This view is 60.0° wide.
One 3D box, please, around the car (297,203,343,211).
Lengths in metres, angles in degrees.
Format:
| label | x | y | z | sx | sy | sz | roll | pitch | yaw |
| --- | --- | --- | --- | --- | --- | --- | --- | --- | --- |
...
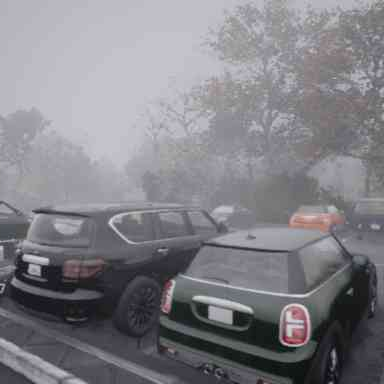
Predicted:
| label | x | y | z | sx | sy | sz | roll | pitch | yaw |
| --- | --- | --- | --- | --- | --- | --- | --- | --- | --- |
| car | 6.814 | 1.346 | 17.608 | 2.185 | 1.767 | 4.553 | 0 | 0 | 35 |

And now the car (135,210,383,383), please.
| label | x | y | z | sx | sy | sz | roll | pitch | yaw |
| --- | --- | --- | --- | --- | --- | --- | --- | --- | --- |
| car | 1.535 | 1.341 | 5.308 | 2.185 | 1.767 | 4.553 | 0 | 0 | 35 |

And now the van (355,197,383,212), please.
| label | x | y | z | sx | sy | sz | roll | pitch | yaw |
| --- | --- | --- | --- | --- | --- | --- | --- | --- | --- |
| van | 9.164 | 1.242 | 16.114 | 1.878 | 1.987 | 4.442 | 0 | 0 | 35 |

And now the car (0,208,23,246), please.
| label | x | y | z | sx | sy | sz | roll | pitch | yaw |
| --- | --- | --- | --- | --- | --- | --- | --- | --- | --- |
| car | -9.856 | 1.514 | 13.466 | 2.231 | 1.521 | 4.892 | 0 | 0 | 36 |

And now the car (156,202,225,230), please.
| label | x | y | z | sx | sy | sz | roll | pitch | yaw |
| --- | --- | --- | --- | --- | --- | --- | --- | --- | --- |
| car | 0.034 | 1.497 | 22.490 | 2.097 | 1.535 | 5.008 | 0 | 0 | 36 |

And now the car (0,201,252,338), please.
| label | x | y | z | sx | sy | sz | roll | pitch | yaw |
| --- | --- | --- | --- | --- | --- | --- | --- | --- | --- |
| car | -0.711 | 1.219 | 6.983 | 2.435 | 2.045 | 5.566 | 0 | 0 | 35 |

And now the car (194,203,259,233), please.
| label | x | y | z | sx | sy | sz | roll | pitch | yaw |
| --- | --- | --- | --- | --- | --- | --- | --- | --- | --- |
| car | 2.301 | 1.526 | 20.868 | 2.002 | 1.452 | 4.674 | 0 | 0 | 36 |
